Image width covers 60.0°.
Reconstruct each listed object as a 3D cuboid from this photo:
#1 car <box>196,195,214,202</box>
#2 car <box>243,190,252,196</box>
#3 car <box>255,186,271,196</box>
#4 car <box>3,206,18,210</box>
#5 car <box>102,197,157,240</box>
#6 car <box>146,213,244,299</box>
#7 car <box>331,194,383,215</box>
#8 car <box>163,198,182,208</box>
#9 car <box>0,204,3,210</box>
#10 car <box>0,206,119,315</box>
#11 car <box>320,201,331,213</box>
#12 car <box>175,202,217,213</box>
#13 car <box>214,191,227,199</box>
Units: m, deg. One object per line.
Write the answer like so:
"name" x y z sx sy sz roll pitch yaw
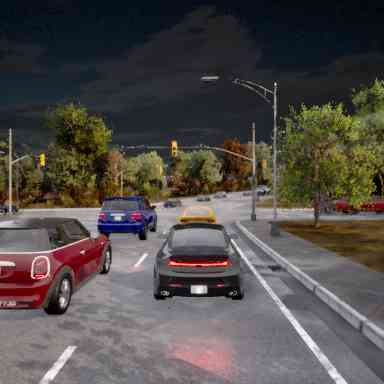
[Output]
"car" 2.311 1.377 67.556 1.994 1.385 4.181 0 2 21
"car" 14.590 0.266 84.288 1.994 1.385 4.181 0 3 33
"car" 17.911 0.149 83.010 1.882 1.535 5.008 0 3 33
"car" -21.189 1.826 35.611 4.718 1.301 1.895 -1 0 3
"car" -3.189 1.260 17.321 2.150 2.045 5.566 0 0 2
"car" 0.150 1.516 8.425 1.837 1.490 4.892 0 0 1
"car" 17.333 1.234 33.135 5.566 2.045 2.150 -1 0 3
"car" -2.871 1.688 50.619 2.033 1.411 5.357 0 0 11
"car" -21.534 1.708 32.121 4.902 1.511 2.128 -1 0 4
"car" -3.356 1.362 7.758 2.097 1.767 4.553 0 0 1
"car" 16.368 1.533 36.977 4.902 1.511 2.128 -1 0 4
"car" 0.340 1.518 17.804 1.882 1.535 5.008 0 0 2
"car" 6.507 0.685 76.965 2.097 1.767 4.553 0 3 26
